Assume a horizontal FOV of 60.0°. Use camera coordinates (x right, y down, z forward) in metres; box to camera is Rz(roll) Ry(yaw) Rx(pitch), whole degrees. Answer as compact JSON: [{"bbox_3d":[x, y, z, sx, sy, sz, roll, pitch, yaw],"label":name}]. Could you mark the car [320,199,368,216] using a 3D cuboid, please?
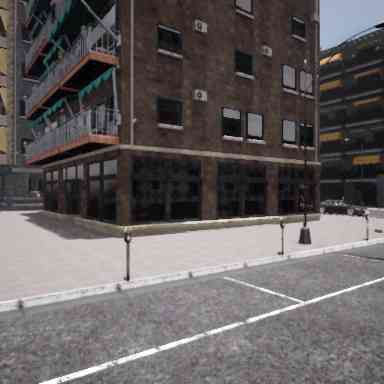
[{"bbox_3d":[12.917,1.344,28.959,2.008,1.369,4.403,1,0,-36],"label":"car"}]
